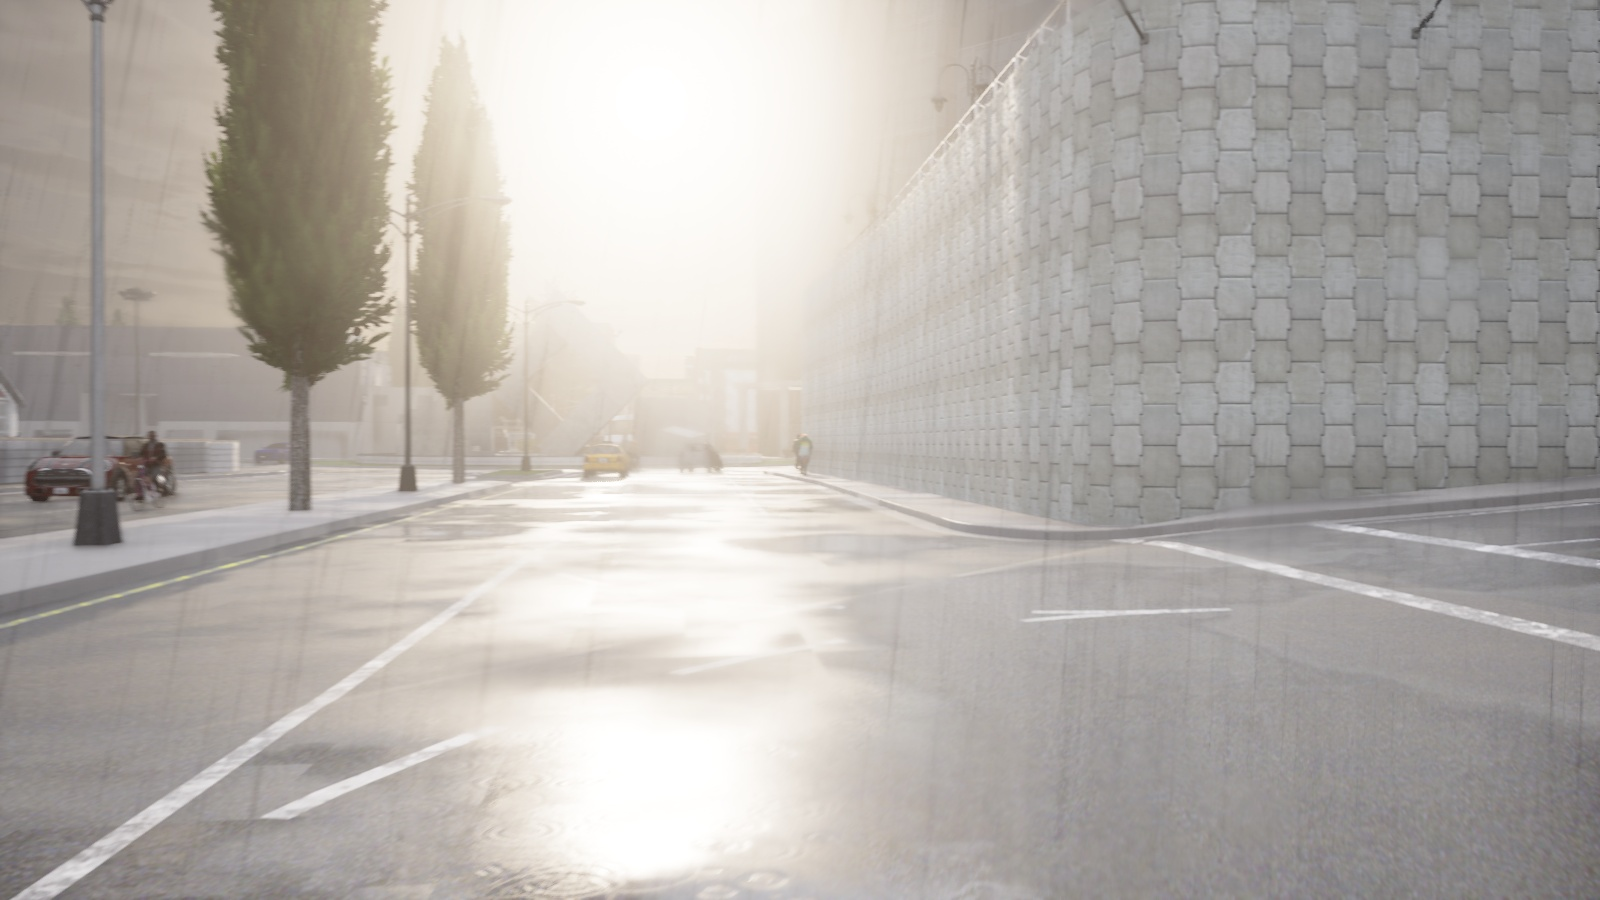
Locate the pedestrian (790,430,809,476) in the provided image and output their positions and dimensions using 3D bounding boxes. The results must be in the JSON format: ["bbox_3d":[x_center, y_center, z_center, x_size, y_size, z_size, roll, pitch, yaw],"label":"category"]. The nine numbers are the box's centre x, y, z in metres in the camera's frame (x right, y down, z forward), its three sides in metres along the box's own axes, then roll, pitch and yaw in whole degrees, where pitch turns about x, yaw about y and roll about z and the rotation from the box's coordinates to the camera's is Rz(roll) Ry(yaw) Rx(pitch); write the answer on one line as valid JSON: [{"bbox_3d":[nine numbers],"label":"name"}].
[{"bbox_3d":[-0.038,0.116,53.137,0.659,1.952,0.873,0,0,-9],"label":"pedestrian"}]

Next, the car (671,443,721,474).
[{"bbox_3d":[-5.183,0.402,63.254,1.845,1.501,3.633,0,0,6],"label":"car"}]

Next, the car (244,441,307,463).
[{"bbox_3d":[-36.723,0.121,88.016,1.882,1.535,5.008,0,0,6],"label":"car"}]

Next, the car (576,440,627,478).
[{"bbox_3d":[-8.580,0.361,54.659,1.801,1.575,5.366,0,0,-5],"label":"car"}]

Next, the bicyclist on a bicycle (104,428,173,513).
[{"bbox_3d":[-14.202,0.422,27.009,0.659,1.776,1.843,0,0,-5],"label":"bicyclist on a bicycle"}]

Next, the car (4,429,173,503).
[{"bbox_3d":[-18.194,0.367,32.407,2.097,1.767,4.553,0,0,-5],"label":"car"}]
